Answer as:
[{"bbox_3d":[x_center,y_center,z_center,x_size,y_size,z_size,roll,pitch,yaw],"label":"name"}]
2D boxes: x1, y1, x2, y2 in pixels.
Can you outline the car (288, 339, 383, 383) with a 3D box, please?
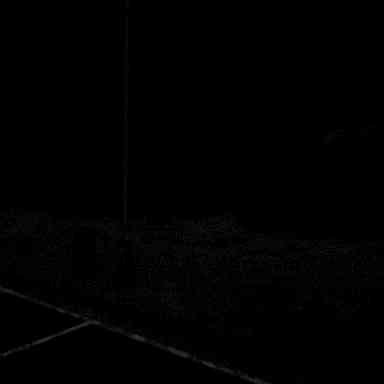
[{"bbox_3d":[2.285,1.447,1.440,4.097,1.590,1.967,0,1,36],"label":"car"}]
